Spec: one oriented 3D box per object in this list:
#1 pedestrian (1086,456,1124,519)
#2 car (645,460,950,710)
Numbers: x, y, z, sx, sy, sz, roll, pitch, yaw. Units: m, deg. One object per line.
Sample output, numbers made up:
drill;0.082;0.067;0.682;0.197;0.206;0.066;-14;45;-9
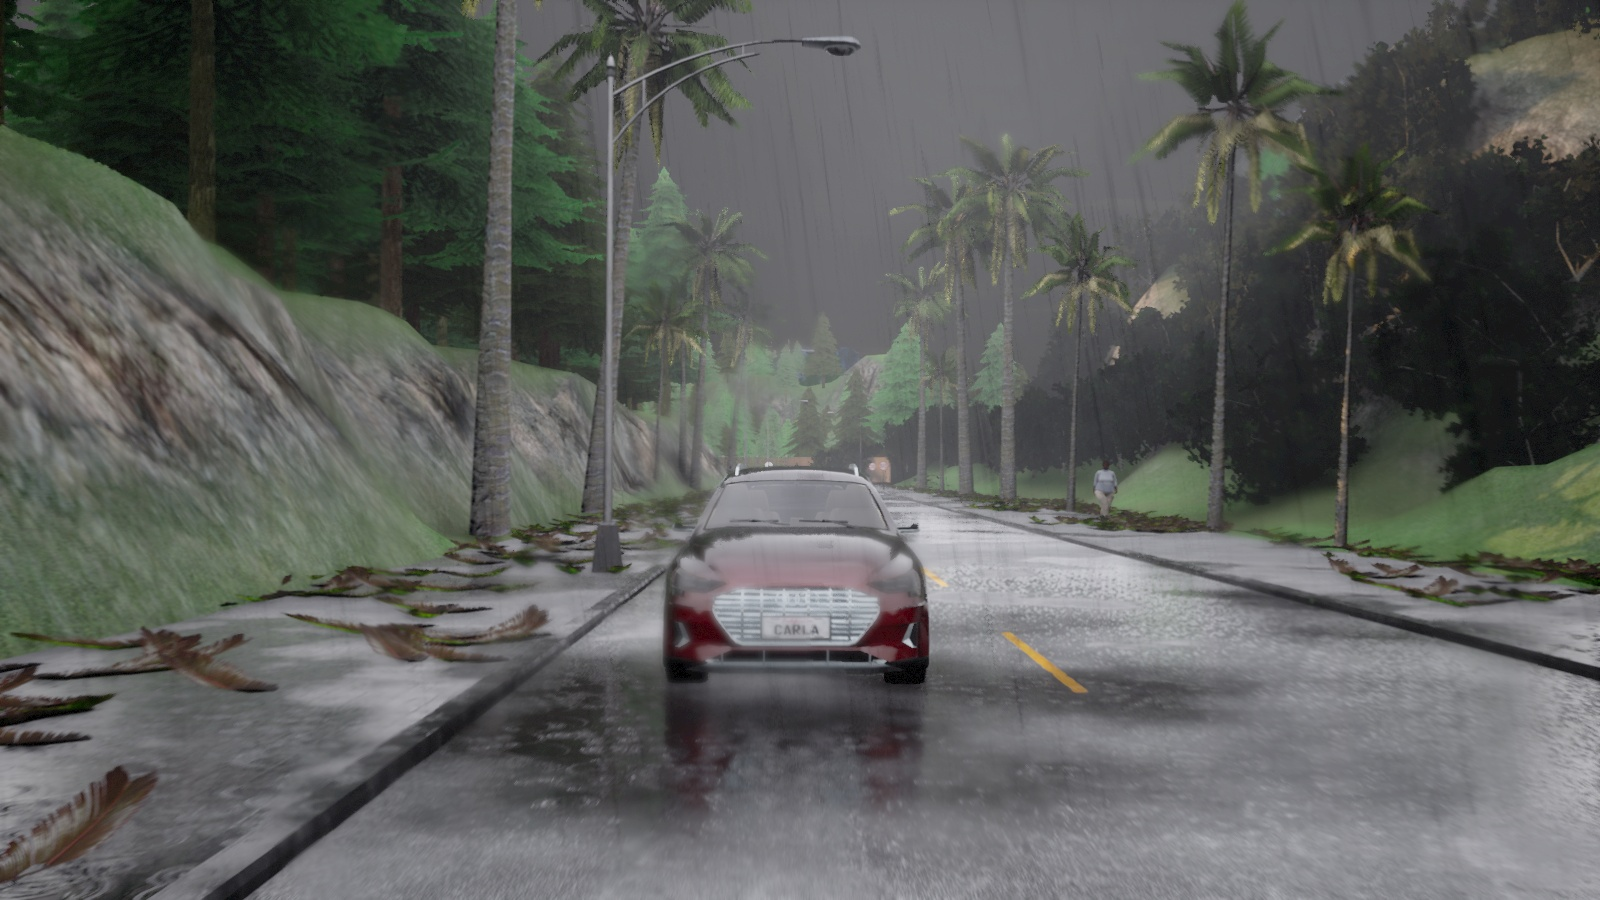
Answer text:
pedestrian;8.988;1.099;37.043;0.874;1.855;0.900;0;-1;0
car;-0.023;0.924;10.841;2.033;1.649;4.856;0;0;0
